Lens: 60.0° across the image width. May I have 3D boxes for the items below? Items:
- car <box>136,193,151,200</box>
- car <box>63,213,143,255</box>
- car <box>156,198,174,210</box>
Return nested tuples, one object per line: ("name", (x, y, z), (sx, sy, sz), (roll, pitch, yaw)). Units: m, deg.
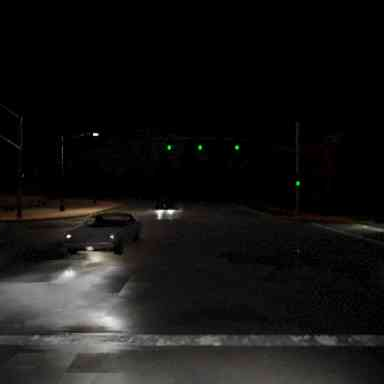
("car", (-9.398, 0.978, 63.009), (1.837, 1.490, 4.892), (0, 0, -32))
("car", (-3.267, 1.530, 13.058), (1.895, 1.301, 4.718), (0, 0, 2))
("car", (-3.094, 1.358, 38.897), (1.994, 1.385, 4.181), (0, 0, -1))
